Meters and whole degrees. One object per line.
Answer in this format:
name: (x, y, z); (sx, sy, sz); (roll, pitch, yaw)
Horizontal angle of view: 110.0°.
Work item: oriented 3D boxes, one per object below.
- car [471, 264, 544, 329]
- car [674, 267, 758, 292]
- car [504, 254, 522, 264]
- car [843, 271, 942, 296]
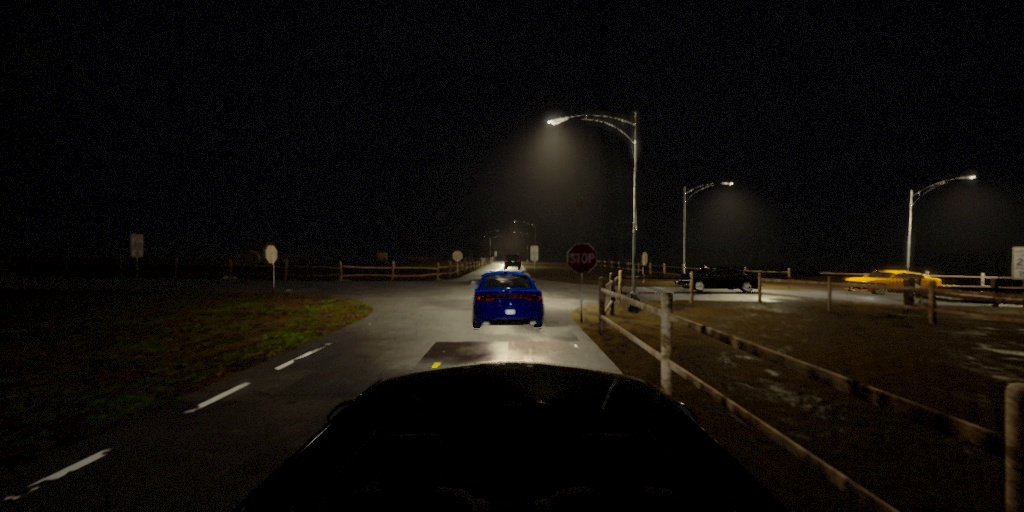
car: (-0.252, 1.197, 11.186); (1.882, 1.535, 5.008); (0, 0, -5)
car: (12.829, 1.444, 22.569); (4.892, 1.490, 1.837); (1, 1, 1)
car: (0.103, 0.794, 48.311); (2.150, 2.045, 5.566); (0, 0, 1)
car: (23.881, 1.658, 22.598); (5.008, 1.535, 1.882); (1, 1, 0)
